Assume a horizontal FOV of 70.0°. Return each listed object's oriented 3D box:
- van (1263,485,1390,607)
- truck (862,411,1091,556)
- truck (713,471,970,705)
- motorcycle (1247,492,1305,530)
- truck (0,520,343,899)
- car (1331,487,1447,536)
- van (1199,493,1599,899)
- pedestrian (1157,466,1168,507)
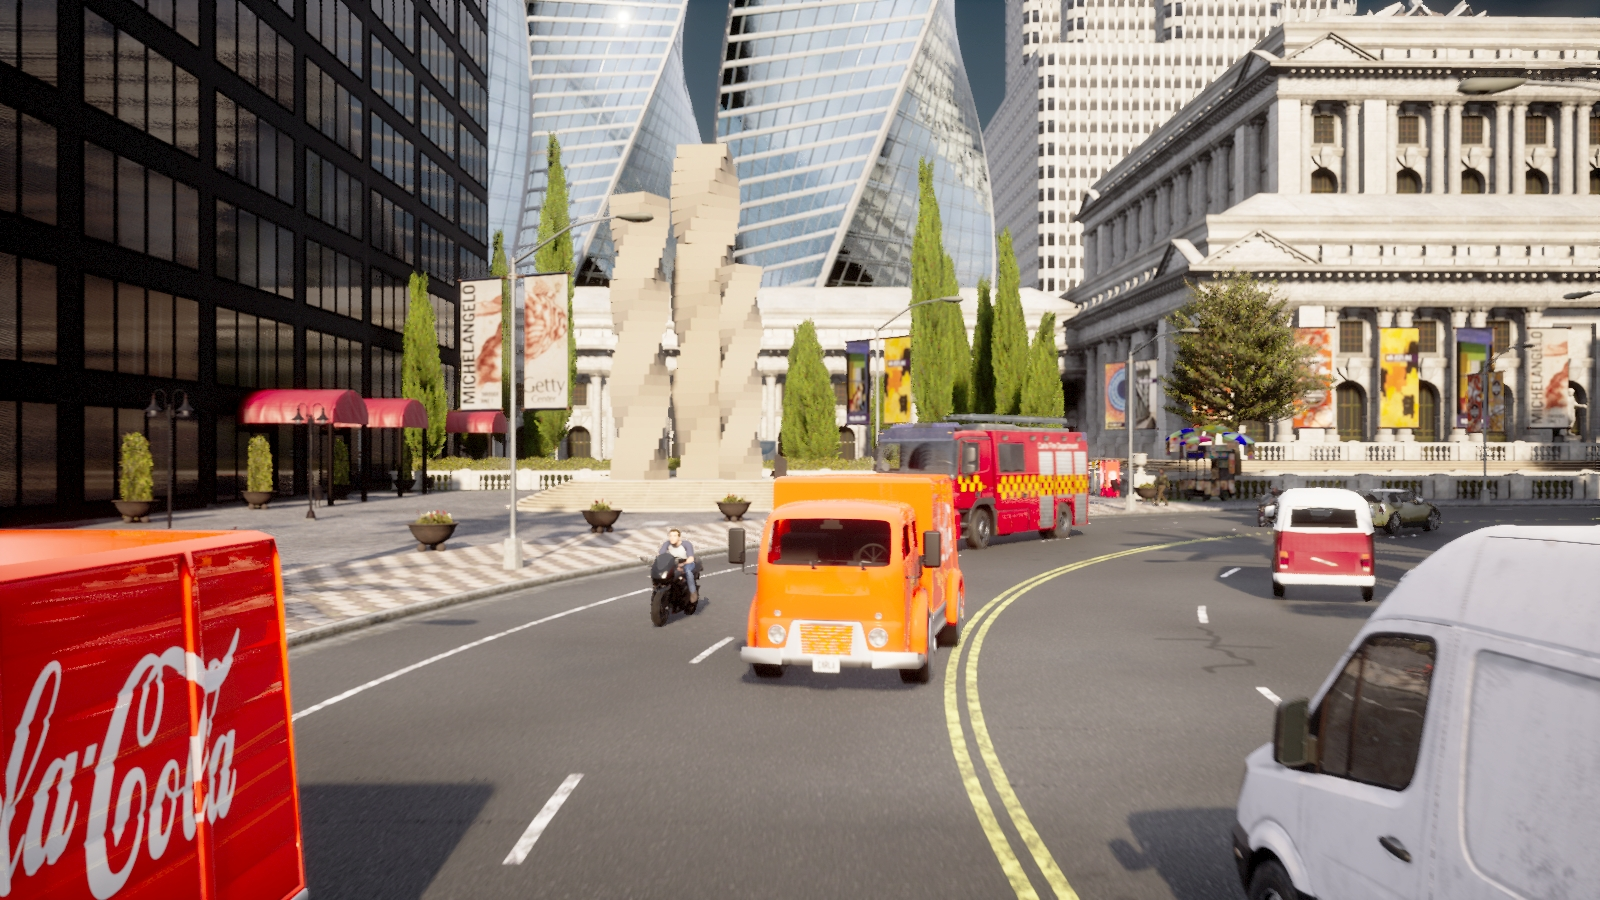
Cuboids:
[{"bbox_3d":[10.412,1.782,22.800,2.069,2.038,4.480,-1,0,23],"label":"van"},{"bbox_3d":[5.552,0.890,34.381,2.891,3.827,8.468,0,0,39],"label":"truck"},{"bbox_3d":[0.815,1.568,15.341,2.627,2.467,5.204,0,0,12],"label":"truck"},{"bbox_3d":[17.264,2.205,41.422,2.209,1.251,0.867,0,0,-34],"label":"motorcycle"},{"bbox_3d":[-3.502,1.568,2.836,2.627,2.467,5.204,0,0,0],"label":"truck"},{"bbox_3d":[20.203,2.065,39.157,3.806,1.475,1.970,0,0,-35],"label":"car"},{"bbox_3d":[3.387,1.534,3.825,1.988,2.561,5.915,0,0,-1],"label":"van"},{"bbox_3d":[16.806,1.696,52.967,0.375,1.860,0.375,0,0,-35],"label":"pedestrian"}]
